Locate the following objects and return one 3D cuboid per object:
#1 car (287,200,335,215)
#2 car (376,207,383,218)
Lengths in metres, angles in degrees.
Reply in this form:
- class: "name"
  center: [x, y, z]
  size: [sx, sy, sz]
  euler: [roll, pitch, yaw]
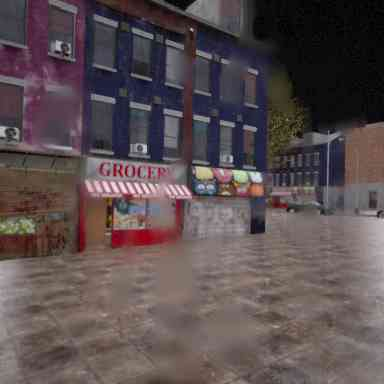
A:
- class: "car"
  center: [11.946, 1.567, 33.629]
  size: [1.882, 1.535, 5.008]
  euler: [2, -1, -35]
- class: "car"
  center: [17.033, 1.590, 26.367]
  size: [1.994, 1.385, 4.181]
  euler: [2, -2, -35]
